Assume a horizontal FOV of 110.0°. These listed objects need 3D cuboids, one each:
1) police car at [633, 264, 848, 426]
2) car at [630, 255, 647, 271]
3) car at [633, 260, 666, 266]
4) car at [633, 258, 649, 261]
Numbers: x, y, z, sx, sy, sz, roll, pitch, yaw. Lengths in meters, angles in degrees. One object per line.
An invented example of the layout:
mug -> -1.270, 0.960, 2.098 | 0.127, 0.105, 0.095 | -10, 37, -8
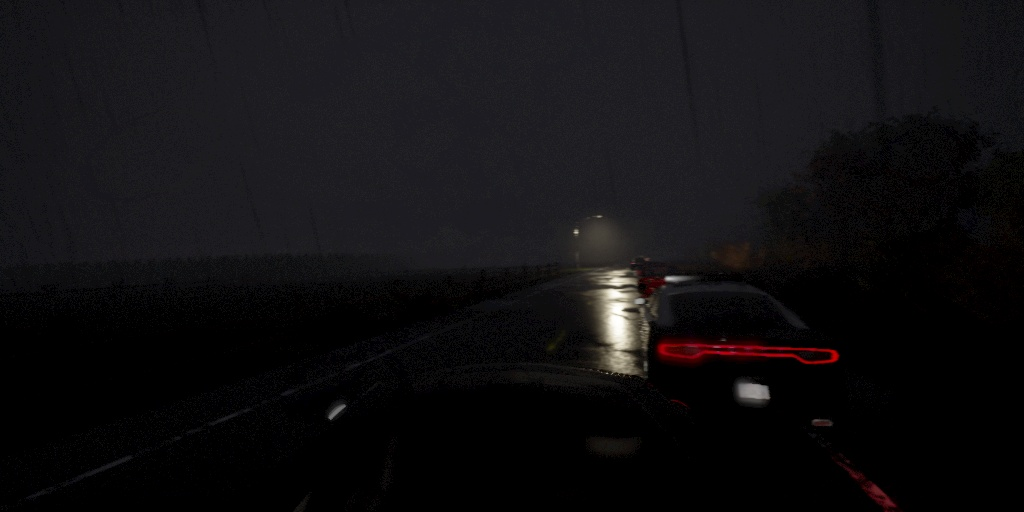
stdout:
police car -> 3.123, 1.085, 5.907 | 1.930, 1.638, 5.238 | -2, 0, 18
car -> 15.510, 0.959, 43.648 | 1.837, 1.490, 4.892 | -2, 0, 21
car -> 6.272, 1.085, 15.247 | 1.882, 1.535, 5.008 | -2, 0, 19
car -> 8.234, 1.051, 20.897 | 1.882, 1.535, 5.008 | -2, 0, 19
